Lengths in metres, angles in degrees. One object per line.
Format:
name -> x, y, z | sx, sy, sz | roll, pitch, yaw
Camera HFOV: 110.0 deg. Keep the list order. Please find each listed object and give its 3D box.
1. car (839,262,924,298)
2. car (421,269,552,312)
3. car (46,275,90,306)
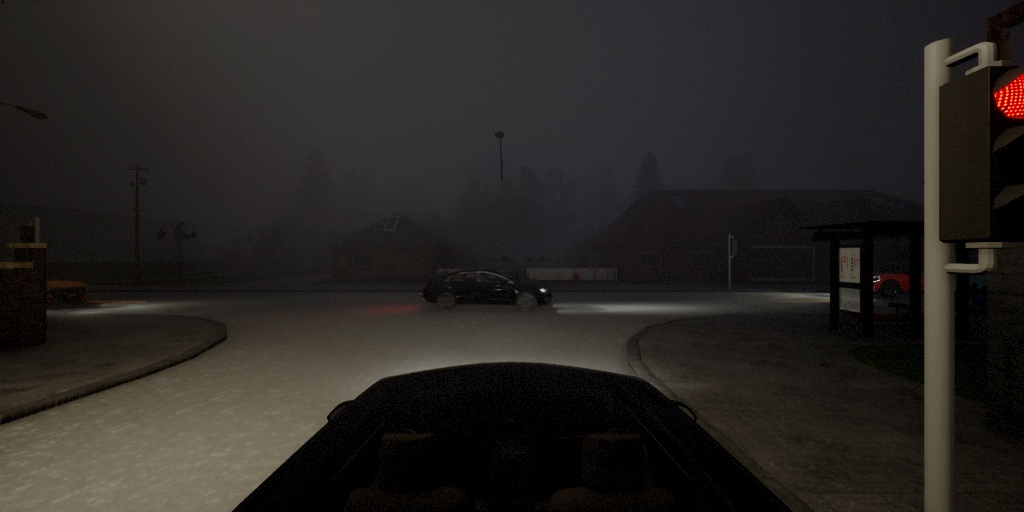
car -> 19.209, 1.102, 17.880 | 4.553, 1.767, 2.097 | 0, 0, 0
car -> -0.957, 1.241, 13.677 | 4.902, 1.511, 2.128 | 0, 0, 0
car -> -19.283, 1.227, 13.677 | 5.008, 1.535, 1.882 | 0, 0, 0
